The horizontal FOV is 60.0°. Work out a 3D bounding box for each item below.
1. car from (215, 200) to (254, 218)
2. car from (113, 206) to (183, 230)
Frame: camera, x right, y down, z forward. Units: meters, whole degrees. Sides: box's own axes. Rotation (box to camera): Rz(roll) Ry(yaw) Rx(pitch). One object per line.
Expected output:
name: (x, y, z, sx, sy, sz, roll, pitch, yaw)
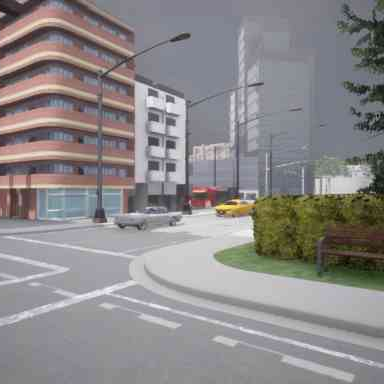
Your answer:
car: (3.939, 1.478, 30.521, 1.882, 1.535, 5.008, 0, 0, 36)
car: (-2.726, 1.601, 21.251, 1.895, 1.301, 4.718, 0, 0, 36)
